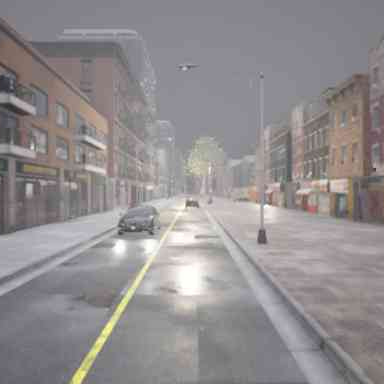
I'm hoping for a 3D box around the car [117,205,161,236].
[{"bbox_3d":[-2.791,1.488,18.357,1.837,1.490,4.892,0,-1,1],"label":"car"}]

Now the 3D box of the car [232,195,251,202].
[{"bbox_3d":[10.985,1.447,73.733,4.097,1.590,1.967,0,0,0],"label":"car"}]

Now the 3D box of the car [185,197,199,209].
[{"bbox_3d":[0.036,1.432,45.283,1.882,1.535,5.008,0,0,0],"label":"car"}]

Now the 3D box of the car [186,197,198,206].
[{"bbox_3d":[0.045,1.547,55.598,1.895,1.301,4.718,0,0,0],"label":"car"}]
